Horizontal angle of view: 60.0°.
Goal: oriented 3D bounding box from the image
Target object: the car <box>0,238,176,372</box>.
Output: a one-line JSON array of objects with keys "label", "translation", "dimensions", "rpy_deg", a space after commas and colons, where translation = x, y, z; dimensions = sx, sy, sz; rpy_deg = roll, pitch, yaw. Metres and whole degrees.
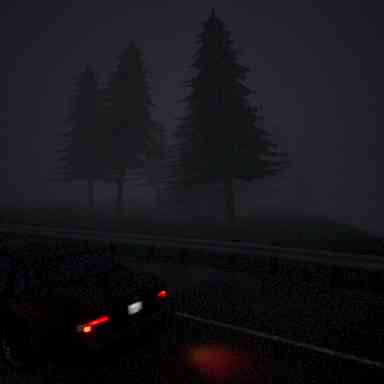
[{"label": "car", "translation": [-2.871, 1.525, 5.560], "dimensions": [5.357, 1.411, 2.033], "rpy_deg": [0, 0, 31]}]

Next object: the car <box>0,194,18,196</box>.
[{"label": "car", "translation": [-40.604, 1.192, 74.404], "dimensions": [1.837, 1.490, 4.892], "rpy_deg": [0, 0, 4]}]
